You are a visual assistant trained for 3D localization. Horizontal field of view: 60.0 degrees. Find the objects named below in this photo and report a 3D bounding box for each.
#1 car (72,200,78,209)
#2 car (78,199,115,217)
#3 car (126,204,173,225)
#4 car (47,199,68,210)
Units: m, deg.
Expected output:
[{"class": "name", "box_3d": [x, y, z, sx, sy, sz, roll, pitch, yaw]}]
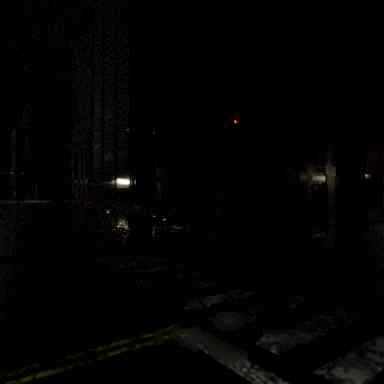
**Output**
[{"class": "car", "box_3d": [-15.485, 1.703, 47.173, 2.128, 1.511, 4.902, 0, -1, -35]}, {"class": "car", "box_3d": [-9.203, 1.609, 32.803, 2.128, 1.511, 4.902, 0, 0, -36]}, {"class": "car", "box_3d": [-3.253, 1.598, 24.440, 1.812, 1.442, 4.674, 1, -1, -37]}, {"class": "car", "box_3d": [-18.809, 1.743, 46.382, 2.033, 1.411, 5.357, 0, -1, -35]}]
